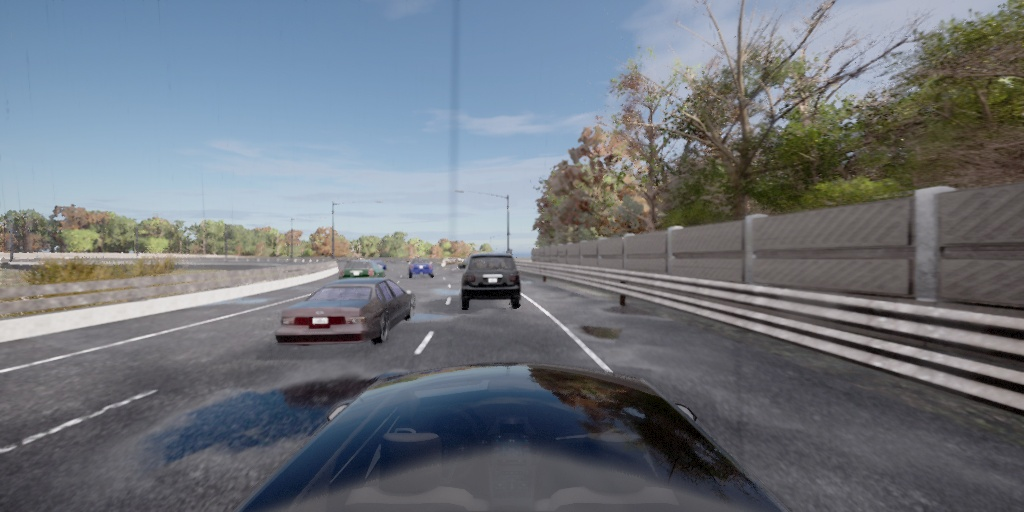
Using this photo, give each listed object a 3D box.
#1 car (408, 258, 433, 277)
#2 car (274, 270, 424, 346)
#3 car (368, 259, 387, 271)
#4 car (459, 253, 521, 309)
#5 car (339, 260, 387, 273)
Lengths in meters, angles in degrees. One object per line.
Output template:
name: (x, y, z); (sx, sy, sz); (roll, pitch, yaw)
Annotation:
car: (-8.401, 0.969, 32.880); (2.097, 1.767, 4.553); (0, 0, -16)
car: (-3.863, 1.272, 9.358); (2.033, 1.411, 5.357); (0, 0, -4)
car: (-17.555, 1.143, 46.750); (1.994, 1.385, 4.181); (0, 0, -25)
car: (-0.989, 0.905, 14.800); (2.150, 2.045, 5.566); (0, 0, -7)
car: (-9.380, 1.027, 22.698); (2.097, 1.767, 4.553); (0, 0, -12)
